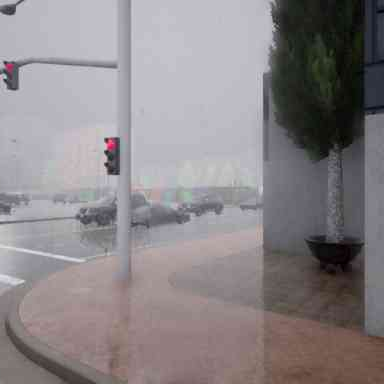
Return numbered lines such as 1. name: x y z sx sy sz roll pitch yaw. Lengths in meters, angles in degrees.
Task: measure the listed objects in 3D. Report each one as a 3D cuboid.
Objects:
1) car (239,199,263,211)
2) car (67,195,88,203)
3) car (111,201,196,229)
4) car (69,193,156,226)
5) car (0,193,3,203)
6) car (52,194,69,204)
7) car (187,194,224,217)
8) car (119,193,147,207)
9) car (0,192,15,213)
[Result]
1. car: 7.827 1.548 41.464 2.033 1.411 5.357 0 0 37
2. car: -21.366 1.364 62.171 3.905 1.438 1.784 0 0 35
3. car: -2.339 1.547 21.711 2.033 1.411 5.357 0 0 37
4. car: -5.479 1.221 23.733 2.150 2.045 5.566 0 0 36
5. car: -38.588 1.153 64.051 4.605 1.855 1.932 0 0 35
6. car: -23.097 1.153 59.848 4.605 1.855 1.932 0 0 35
7. car: 0.946 1.221 32.330 2.150 2.045 5.566 0 0 37
8. car: -8.805 1.156 49.713 3.866 1.878 1.905 0 0 35
9. car: -20.145 1.156 33.698 3.866 1.878 1.905 0 0 35
